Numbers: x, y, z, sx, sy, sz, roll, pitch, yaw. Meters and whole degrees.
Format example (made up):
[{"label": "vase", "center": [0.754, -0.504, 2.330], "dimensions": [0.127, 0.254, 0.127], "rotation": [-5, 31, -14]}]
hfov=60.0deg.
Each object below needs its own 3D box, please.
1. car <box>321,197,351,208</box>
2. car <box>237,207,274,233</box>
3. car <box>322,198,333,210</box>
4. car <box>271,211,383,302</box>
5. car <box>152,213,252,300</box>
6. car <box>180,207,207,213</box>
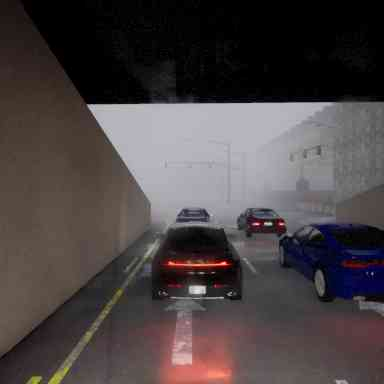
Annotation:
[{"label": "car", "center": [17.648, 1.295, 40.712], "dimensions": [4.536, 1.218, 1.853], "rotation": [0, 0, -45]}, {"label": "car", "center": [3.632, 1.547, 18.114], "dimensions": [2.033, 1.411, 5.357], "rotation": [0, 0, 0]}, {"label": "car", "center": [17.611, 1.453, 40.675], "dimensions": [4.974, 1.542, 2.038], "rotation": [0, 0, -45]}, {"label": "car", "center": [3.604, 1.478, 8.362], "dimensions": [1.882, 1.535, 5.008], "rotation": [0, 0, 0]}, {"label": "car", "center": [0.105, 1.505, 8.380], "dimensions": [1.837, 1.490, 4.892], "rotation": [0, 0, 0]}, {"label": "car", "center": [0.099, 1.547, 18.126], "dimensions": [2.033, 1.411, 5.357], "rotation": [0, 0, 3]}]
